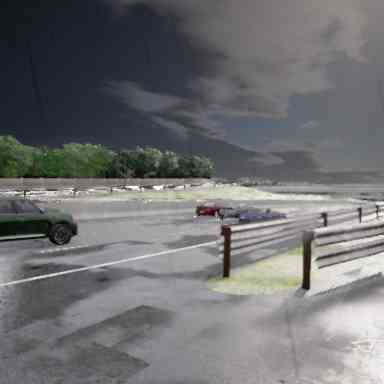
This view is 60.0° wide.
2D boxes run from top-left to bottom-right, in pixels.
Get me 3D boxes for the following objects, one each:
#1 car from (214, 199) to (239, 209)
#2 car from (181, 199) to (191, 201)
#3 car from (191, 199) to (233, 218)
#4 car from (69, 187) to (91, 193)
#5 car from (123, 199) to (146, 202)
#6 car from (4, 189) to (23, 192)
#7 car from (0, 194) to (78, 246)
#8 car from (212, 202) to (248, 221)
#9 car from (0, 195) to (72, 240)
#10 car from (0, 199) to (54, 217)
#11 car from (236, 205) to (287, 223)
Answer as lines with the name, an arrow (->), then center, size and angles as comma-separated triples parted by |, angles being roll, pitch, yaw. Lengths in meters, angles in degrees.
car -> 5.690, 1.894, 54.748 | 1.837, 1.490, 4.892 | 1, -1, 36
car -> -0.750, 1.757, 51.882 | 1.812, 1.442, 4.674 | 1, -1, 36
car -> 2.336, 1.669, 31.972 | 1.882, 1.535, 5.008 | 1, 0, 36
car -> -22.254, -0.362, 66.098 | 1.895, 1.301, 4.718 | 1, 3, 24
car -> -6.815, 1.563, 37.563 | 2.128, 1.511, 4.902 | 1, 0, 36
car -> -28.203, 0.337, 52.053 | 1.837, 1.490, 4.892 | 1, 1, 22
car -> -7.212, 1.169, 12.887 | 2.150, 2.045, 5.566 | 1, -1, 36
car -> 4.128, 1.698, 28.482 | 2.128, 1.511, 4.902 | 1, 0, 36
car -> -9.020, 1.163, 16.344 | 2.150, 2.045, 5.566 | 1, -1, 36
car -> -15.777, 1.416, 31.187 | 1.837, 1.490, 4.892 | 1, 0, 36
car -> 5.353, 1.812, 24.376 | 1.895, 1.301, 4.718 | 1, 0, 36
